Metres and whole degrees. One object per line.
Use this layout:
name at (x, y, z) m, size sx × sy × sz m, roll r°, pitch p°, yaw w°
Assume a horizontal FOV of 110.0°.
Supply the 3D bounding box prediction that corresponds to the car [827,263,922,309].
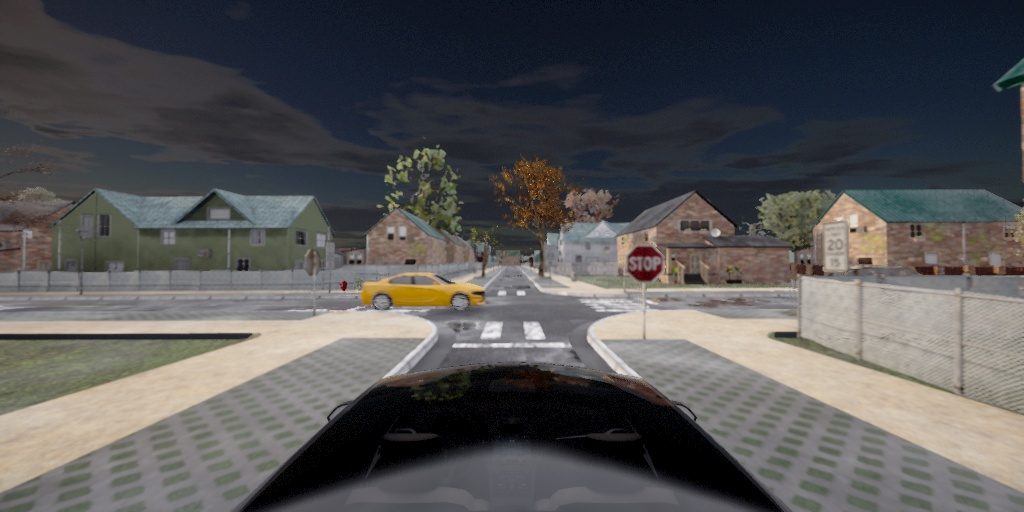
car at (15.323, 1.175, 14.633) m, size 4.553 × 1.767 × 2.097 m, roll 0°, pitch -1°, yaw 1°

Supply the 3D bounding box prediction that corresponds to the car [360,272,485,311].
car at (-3.615, 1.419, 14.859) m, size 5.008 × 1.535 × 1.882 m, roll 0°, pitch -1°, yaw 1°
